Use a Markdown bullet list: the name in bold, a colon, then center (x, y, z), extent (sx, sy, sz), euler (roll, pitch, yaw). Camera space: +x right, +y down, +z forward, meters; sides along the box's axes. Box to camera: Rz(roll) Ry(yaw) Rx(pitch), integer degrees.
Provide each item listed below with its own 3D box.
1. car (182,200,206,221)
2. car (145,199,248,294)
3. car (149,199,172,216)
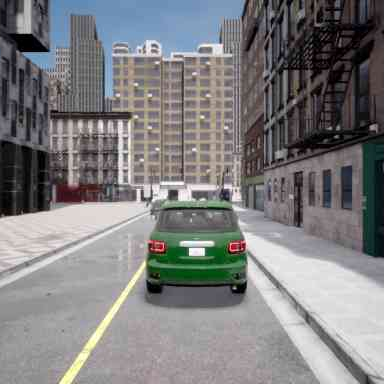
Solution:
- **car**: center (0.178, 1.488, 28.135), extent (1.837, 1.490, 4.892), euler (0, 0, 0)
- **car**: center (0.118, 1.220, 8.955), extent (2.150, 2.045, 5.566), euler (0, 0, 1)
- **car**: center (-3.004, 1.482, 32.738), extent (1.837, 1.490, 4.892), euler (0, 0, 0)
